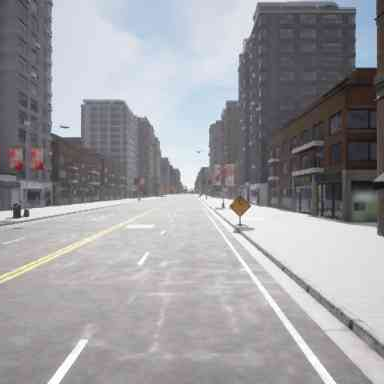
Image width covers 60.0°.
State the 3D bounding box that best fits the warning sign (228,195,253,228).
[{"bbox_3d":[2.846,1.117,19.677,1.300,1.860,1.060,0,0,0],"label":"warning sign"}]
